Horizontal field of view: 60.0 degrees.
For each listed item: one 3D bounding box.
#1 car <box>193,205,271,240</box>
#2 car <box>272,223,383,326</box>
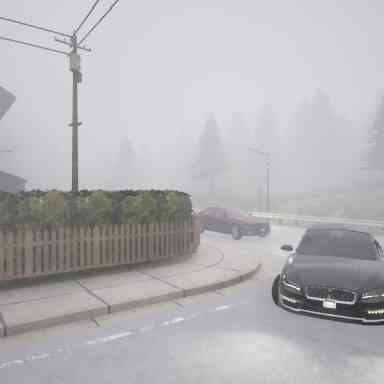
[{"bbox_3d":[1.924,1.478,17.480,1.882,1.535,5.008,0,0,-33],"label":"car"},{"bbox_3d":[3.223,1.505,7.344,1.837,1.490,4.892,0,0,27],"label":"car"}]
